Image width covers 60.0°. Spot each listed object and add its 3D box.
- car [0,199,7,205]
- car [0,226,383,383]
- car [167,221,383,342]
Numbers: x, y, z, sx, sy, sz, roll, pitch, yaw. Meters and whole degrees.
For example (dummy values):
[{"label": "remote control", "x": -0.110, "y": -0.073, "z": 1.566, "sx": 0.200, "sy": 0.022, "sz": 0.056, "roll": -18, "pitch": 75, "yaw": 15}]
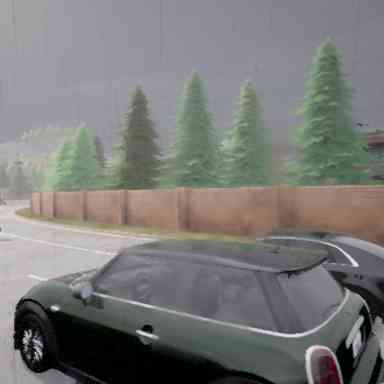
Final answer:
[{"label": "car", "x": -46.382, "y": 2.456, "z": 79.863, "sx": 1.882, "sy": 1.535, "sz": 5.008, "roll": -1, "pitch": 0, "yaw": -1}, {"label": "car", "x": -0.270, "y": 1.381, "z": 4.178, "sx": 4.553, "sy": 1.767, "sz": 2.097, "roll": -1, "pitch": -1, "yaw": 36}, {"label": "car", "x": 1.954, "y": 1.534, "z": 6.881, "sx": 4.892, "sy": 1.490, "sz": 1.837, "roll": 0, "pitch": 0, "yaw": 36}]
